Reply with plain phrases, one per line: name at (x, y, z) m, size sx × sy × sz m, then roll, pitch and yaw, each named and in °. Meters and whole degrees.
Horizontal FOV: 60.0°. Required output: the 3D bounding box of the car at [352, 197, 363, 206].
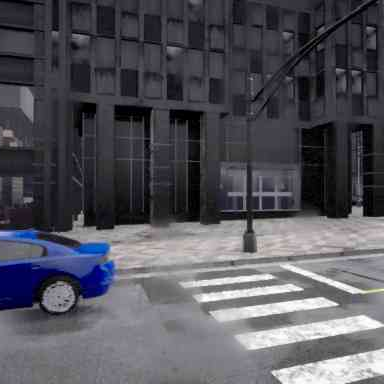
car at (21.400, 1.295, 41.856) m, size 1.895 × 1.301 × 4.718 m, roll 0°, pitch -1°, yaw -17°

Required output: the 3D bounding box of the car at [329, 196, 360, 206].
car at (22.513, 1.327, 49.276) m, size 1.994 × 1.385 × 4.181 m, roll 0°, pitch -1°, yaw -16°

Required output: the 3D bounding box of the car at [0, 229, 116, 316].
car at (-4.073, 1.527, 6.537) m, size 5.008 × 1.535 × 1.882 m, roll -1°, pitch -1°, yaw -17°
